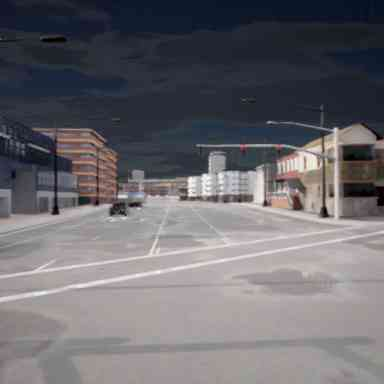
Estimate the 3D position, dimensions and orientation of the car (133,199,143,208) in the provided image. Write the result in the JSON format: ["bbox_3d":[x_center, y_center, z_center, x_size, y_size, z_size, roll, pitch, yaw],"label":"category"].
[{"bbox_3d":[-9.022,1.837,54.510,2.033,1.411,5.357,0,0,-3],"label":"car"}]

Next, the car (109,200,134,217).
[{"bbox_3d":[-8.140,1.938,37.675,1.837,1.490,4.892,0,0,-3],"label":"car"}]
